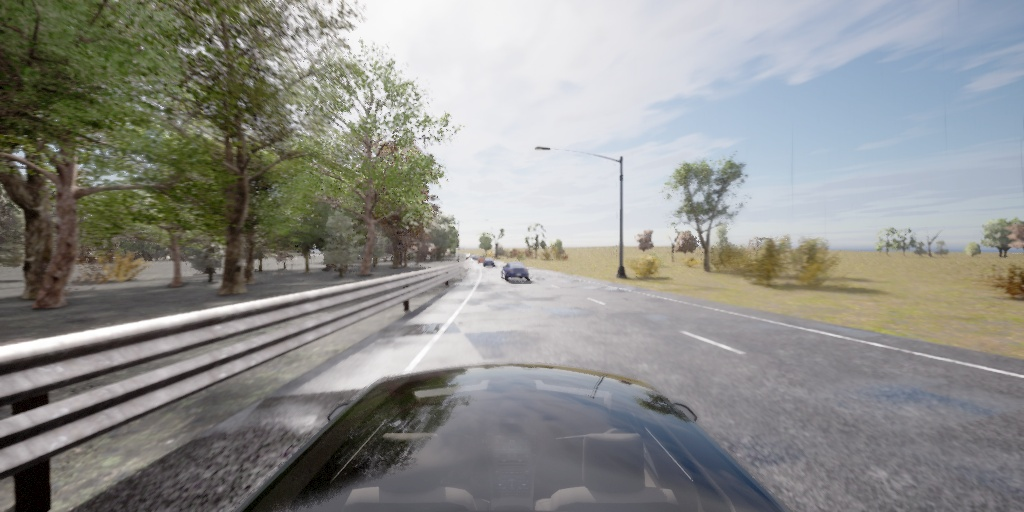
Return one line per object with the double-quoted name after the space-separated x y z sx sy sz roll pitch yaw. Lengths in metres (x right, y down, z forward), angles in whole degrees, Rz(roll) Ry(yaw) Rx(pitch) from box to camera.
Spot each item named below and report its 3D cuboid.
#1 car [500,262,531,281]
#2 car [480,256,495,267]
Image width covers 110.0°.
0.213 1.199 28.498 1.812 1.442 4.674 0 0 -7 "car"
-4.009 1.084 61.518 1.812 1.442 4.674 0 0 -7 "car"
